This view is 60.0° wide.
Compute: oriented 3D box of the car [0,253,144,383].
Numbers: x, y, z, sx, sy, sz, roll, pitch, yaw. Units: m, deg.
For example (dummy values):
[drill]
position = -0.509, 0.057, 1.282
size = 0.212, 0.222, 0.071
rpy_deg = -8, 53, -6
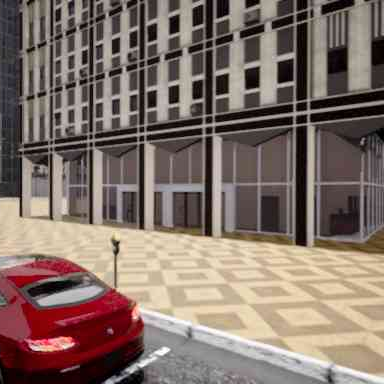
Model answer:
[car]
position = -2.512, 1.545, 4.666
size = 4.206, 1.307, 1.802
rpy_deg = 1, 0, 35
